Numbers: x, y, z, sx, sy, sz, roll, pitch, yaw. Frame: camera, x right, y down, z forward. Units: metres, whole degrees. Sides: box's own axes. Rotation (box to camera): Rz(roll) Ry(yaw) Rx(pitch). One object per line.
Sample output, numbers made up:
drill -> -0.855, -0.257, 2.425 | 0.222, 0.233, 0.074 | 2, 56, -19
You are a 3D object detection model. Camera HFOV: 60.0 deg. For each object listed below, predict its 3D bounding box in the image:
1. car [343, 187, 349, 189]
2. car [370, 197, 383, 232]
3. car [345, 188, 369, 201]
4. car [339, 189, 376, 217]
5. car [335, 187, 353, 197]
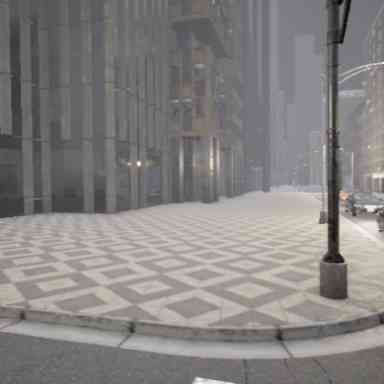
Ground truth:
car -> 14.288, 0.360, 31.904 | 2.097, 1.767, 4.553 | 0, 2, 17
car -> 8.671, 1.113, 12.981 | 1.994, 1.385, 4.181 | 0, 2, 16
car -> 20.404, 0.252, 41.346 | 1.994, 1.385, 4.181 | 0, 2, 16
car -> 11.473, 0.771, 22.422 | 2.128, 1.511, 4.902 | 0, 2, 17
car -> 23.225, -0.048, 50.883 | 1.994, 1.385, 4.181 | 0, 2, 16
